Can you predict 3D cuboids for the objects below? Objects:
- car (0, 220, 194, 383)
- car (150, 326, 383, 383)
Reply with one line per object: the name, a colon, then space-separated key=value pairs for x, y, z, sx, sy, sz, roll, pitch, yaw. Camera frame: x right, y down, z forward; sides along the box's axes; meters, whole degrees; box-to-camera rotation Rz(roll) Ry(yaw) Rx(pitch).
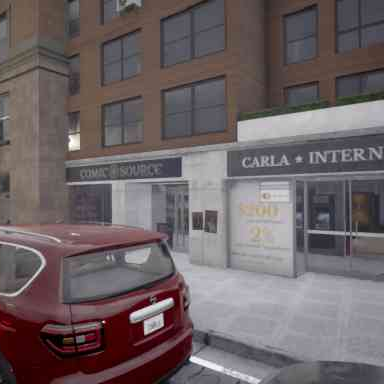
car: x=-2.301 y=1.318 z=4.497 sx=5.009 sy=1.841 sz=2.192 roll=0 pitch=-1 yaw=35
car: x=2.163 y=1.550 z=1.315 sx=4.403 sy=1.369 sz=2.008 roll=0 pitch=-1 yaw=35
